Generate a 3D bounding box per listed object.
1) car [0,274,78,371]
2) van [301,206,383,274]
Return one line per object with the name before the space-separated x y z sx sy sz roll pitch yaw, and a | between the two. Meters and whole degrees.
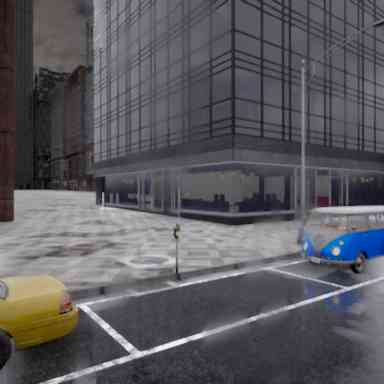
car | -3.905 1.526 3.864 4.829 1.417 1.752 0 0 -36
van | 5.080 1.336 10.288 3.998 1.788 1.690 0 0 -36
